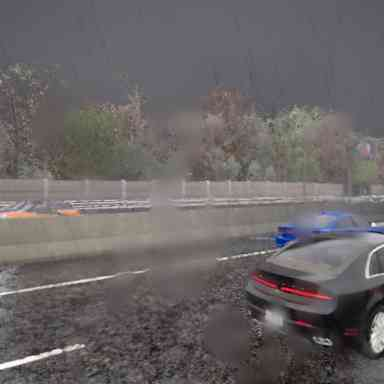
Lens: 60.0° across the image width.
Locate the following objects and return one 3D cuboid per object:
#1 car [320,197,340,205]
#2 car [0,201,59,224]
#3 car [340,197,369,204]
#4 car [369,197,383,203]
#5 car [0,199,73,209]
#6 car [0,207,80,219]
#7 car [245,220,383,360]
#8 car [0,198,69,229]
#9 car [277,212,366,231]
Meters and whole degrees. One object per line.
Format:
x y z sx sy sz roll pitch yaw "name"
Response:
21.332 1.393 49.246 5.357 1.411 2.033 0 0 -35 "car"
-12.792 1.492 24.923 4.892 1.490 1.837 0 0 -36 "car"
23.472 1.393 46.482 5.357 1.411 2.033 0 0 -35 "car"
26.128 1.336 44.078 4.902 1.511 2.128 0 0 -35 "car"
-8.860 1.339 19.166 4.553 1.767 2.097 0 0 -35 "car"
-7.426 1.591 15.892 4.718 1.301 1.895 0 0 -35 "car"
3.106 1.482 5.961 4.892 1.490 1.837 0 0 -35 "car"
-10.830 1.340 22.061 4.553 1.767 2.097 0 0 -35 "car"
5.101 1.437 11.678 5.008 1.535 1.882 0 0 -36 "car"
